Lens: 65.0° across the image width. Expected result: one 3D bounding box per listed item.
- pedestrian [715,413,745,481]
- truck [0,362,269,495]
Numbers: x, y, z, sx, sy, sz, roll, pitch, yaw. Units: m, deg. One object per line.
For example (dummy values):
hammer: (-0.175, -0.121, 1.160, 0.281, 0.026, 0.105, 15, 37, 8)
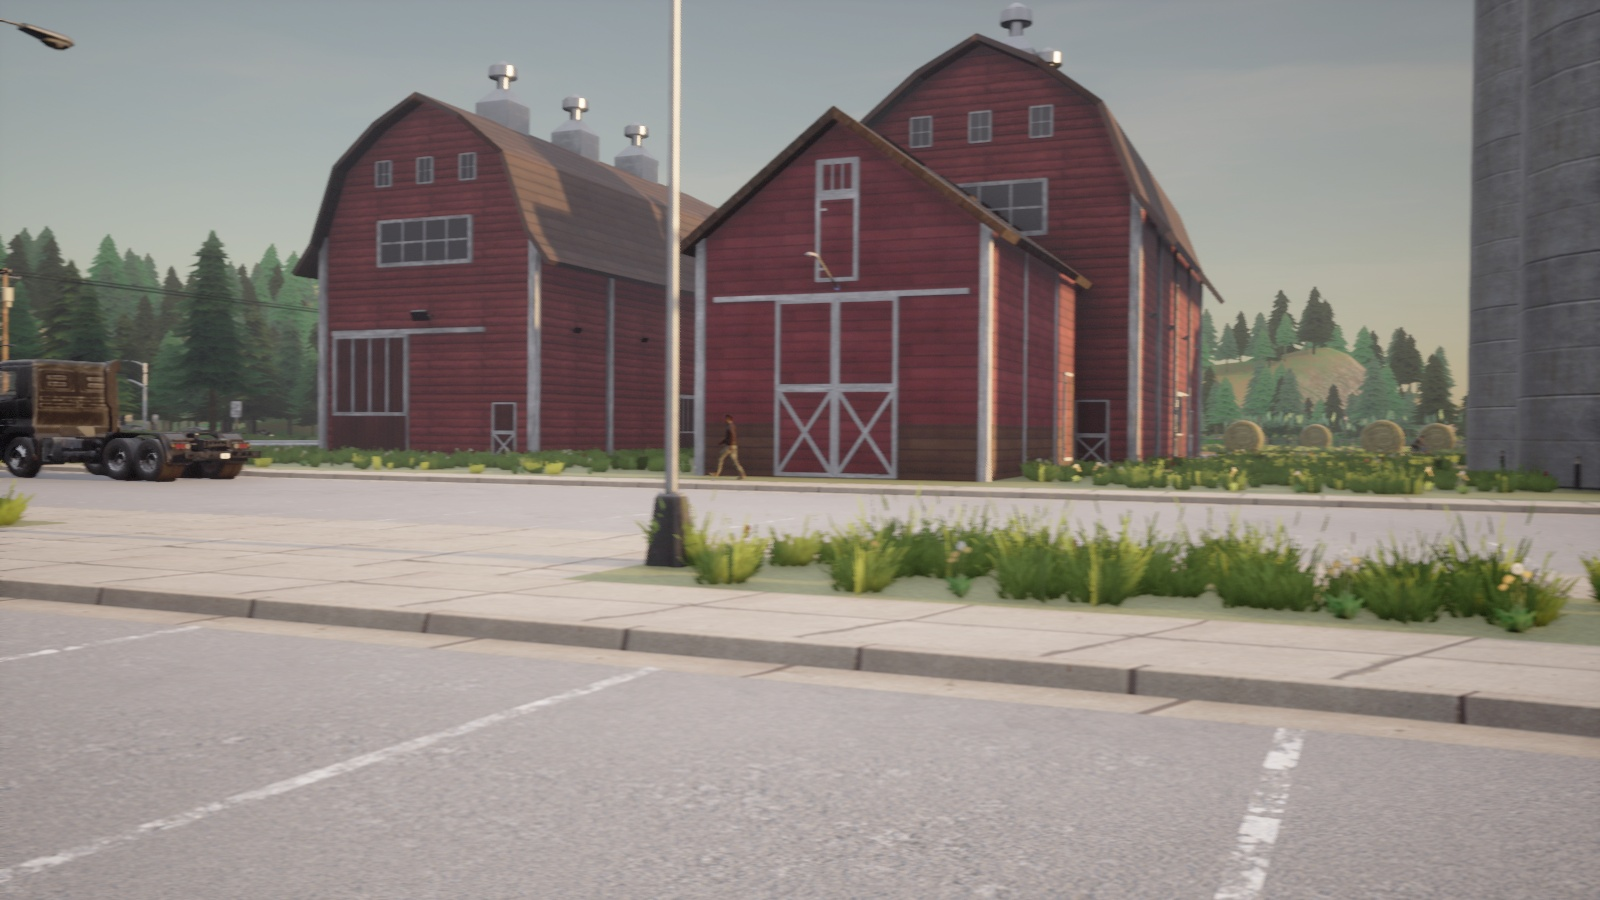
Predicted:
pedestrian: (-1.917, -0.080, 34.333, 0.703, 1.840, 0.431, 0, 1, 15)
truck: (-19.289, -0.572, 35.726, 7.936, 3.462, 2.891, 0, 1, 22)
